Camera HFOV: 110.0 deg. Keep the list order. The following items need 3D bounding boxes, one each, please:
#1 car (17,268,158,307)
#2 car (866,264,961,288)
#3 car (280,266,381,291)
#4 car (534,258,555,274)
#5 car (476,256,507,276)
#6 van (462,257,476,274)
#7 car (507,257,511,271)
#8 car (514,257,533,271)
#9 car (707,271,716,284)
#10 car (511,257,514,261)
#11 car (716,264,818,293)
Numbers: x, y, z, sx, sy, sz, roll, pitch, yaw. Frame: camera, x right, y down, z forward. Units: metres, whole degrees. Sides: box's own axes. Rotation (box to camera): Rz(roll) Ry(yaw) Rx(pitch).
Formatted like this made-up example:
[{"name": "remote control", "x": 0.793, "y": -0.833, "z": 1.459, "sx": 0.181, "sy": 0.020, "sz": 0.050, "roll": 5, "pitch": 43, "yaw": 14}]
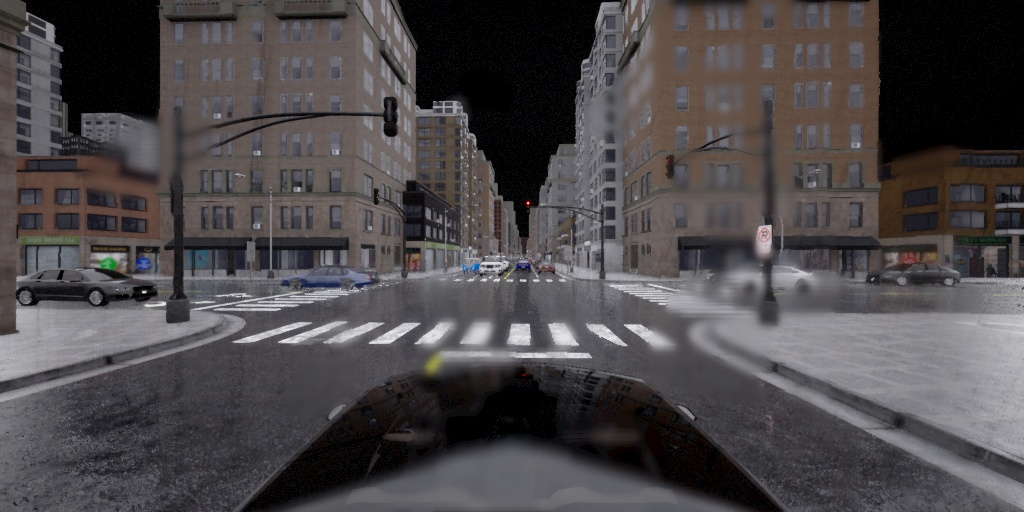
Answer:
[{"name": "car", "x": -17.625, "y": 1.239, "z": 14.909, "sx": 4.892, "sy": 1.490, "sz": 1.837, "roll": 0, "pitch": 0, "yaw": 2}, {"name": "car", "x": 26.259, "y": 1.283, "z": 23.554, "sx": 4.892, "sy": 1.490, "sz": 1.837, "roll": 0, "pitch": 0, "yaw": 2}, {"name": "car", "x": -10.730, "y": 1.285, "z": 21.408, "sx": 5.357, "sy": 1.411, "sz": 2.033, "roll": 0, "pitch": 0, "yaw": 2}, {"name": "car", "x": 3.869, "y": 1.209, "z": 40.976, "sx": 1.967, "sy": 1.591, "sz": 4.097, "roll": 0, "pitch": 0, "yaw": 2}, {"name": "car", "x": -2.040, "y": 0.987, "z": 37.094, "sx": 2.150, "sy": 2.045, "sz": 5.566, "roll": 0, "pitch": 0, "yaw": 2}, {"name": "van", "x": -4.652, "y": 1.111, "z": 41.272, "sx": 1.690, "sy": 1.789, "sz": 3.998, "roll": 0, "pitch": 0, "yaw": 2}, {"name": "car", "x": -1.673, "y": 0.998, "z": 47.517, "sx": 2.150, "sy": 2.045, "sz": 5.566, "roll": 0, "pitch": 0, "yaw": 2}, {"name": "car", "x": 1.583, "y": 1.256, "z": 49.402, "sx": 1.882, "sy": 1.535, "sz": 5.008, "roll": 0, "pitch": 0, "yaw": 2}, {"name": "car", "x": 15.678, "y": 1.257, "z": 23.871, "sx": 4.902, "sy": 1.511, "sz": 2.128, "roll": 0, "pitch": 0, "yaw": 2}, {"name": "car", "x": -1.299, "y": 1.139, "z": 57.686, "sx": 2.097, "sy": 1.767, "sz": 4.553, "roll": 0, "pitch": 0, "yaw": 2}, {"name": "car", "x": 14.797, "y": 1.291, "z": 20.645, "sx": 4.674, "sy": 1.442, "sz": 1.812, "roll": 0, "pitch": 0, "yaw": 3}]
